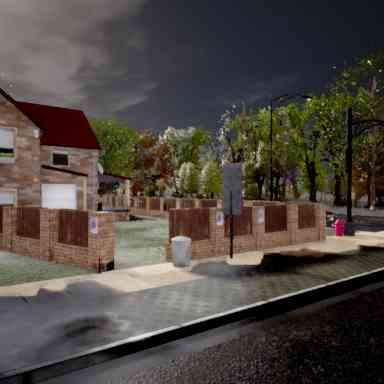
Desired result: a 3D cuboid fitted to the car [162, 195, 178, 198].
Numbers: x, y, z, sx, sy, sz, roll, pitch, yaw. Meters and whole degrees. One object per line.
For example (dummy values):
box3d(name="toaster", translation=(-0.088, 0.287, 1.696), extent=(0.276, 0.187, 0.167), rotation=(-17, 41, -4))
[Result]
box3d(name="car", translation=(-3.772, 1.187, 50.736), extent=(2.097, 1.767, 4.553), rotation=(0, 0, -36))

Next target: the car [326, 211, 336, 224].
box3d(name="car", translation=(7.663, 1.469, 23.334), extent=(1.812, 1.442, 4.674), rotation=(0, 0, -36))
